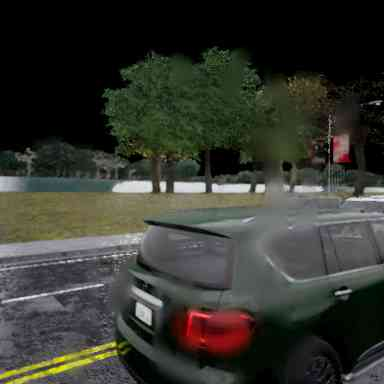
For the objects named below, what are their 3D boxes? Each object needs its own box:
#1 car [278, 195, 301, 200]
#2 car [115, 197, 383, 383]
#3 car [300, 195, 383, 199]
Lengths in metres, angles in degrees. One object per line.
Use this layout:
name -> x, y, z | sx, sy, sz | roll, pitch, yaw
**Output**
car -> 4.932, 1.178, 15.188 | 5.566, 2.045, 2.150 | 0, 0, -35
car -> 1.732, 1.210, 4.685 | 5.566, 2.045, 2.150 | -1, 0, -35
car -> 6.823, 1.178, 12.543 | 5.566, 2.045, 2.150 | 0, 0, -35
